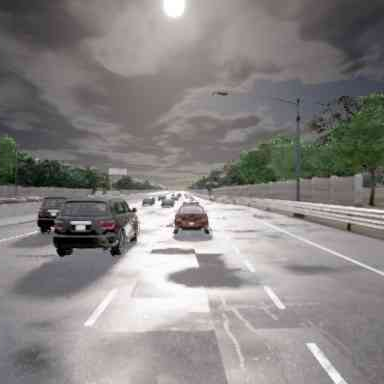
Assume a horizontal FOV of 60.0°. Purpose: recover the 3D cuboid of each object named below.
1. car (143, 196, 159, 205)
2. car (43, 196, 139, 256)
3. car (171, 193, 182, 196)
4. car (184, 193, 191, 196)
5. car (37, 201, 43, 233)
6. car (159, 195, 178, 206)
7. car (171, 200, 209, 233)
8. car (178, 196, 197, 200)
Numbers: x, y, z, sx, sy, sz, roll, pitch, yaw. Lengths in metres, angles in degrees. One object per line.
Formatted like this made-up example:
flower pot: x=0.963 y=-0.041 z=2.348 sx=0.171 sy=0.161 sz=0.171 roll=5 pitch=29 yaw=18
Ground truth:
car: x=-7.322 y=1.477 z=57.126 sx=2.128 sy=1.511 sz=4.902 roll=0 pitch=0 yaw=-1
car: x=-3.514 y=1.221 z=13.165 sx=2.150 sy=2.045 sz=5.566 roll=0 pitch=0 yaw=0
car: x=-4.182 y=1.621 z=82.748 sx=1.895 sy=1.301 sz=4.718 roll=0 pitch=0 yaw=-1
car: x=-0.530 y=1.558 z=73.092 sx=1.994 sy=1.385 sz=4.181 roll=0 pitch=0 yaw=-1
car: x=-7.035 y=1.219 z=19.592 sx=2.150 sy=2.045 sz=5.566 roll=0 pitch=0 yaw=0
car: x=-3.778 y=1.546 z=53.088 sx=1.994 sy=1.385 sz=4.181 roll=0 pitch=0 yaw=-1
car: x=-0.035 y=1.472 z=19.495 sx=1.882 sy=1.535 sz=5.008 roll=0 pitch=0 yaw=0
car: x=-0.129 y=1.473 z=36.276 sx=2.128 sy=1.511 sz=4.902 roll=0 pitch=0 yaw=0
